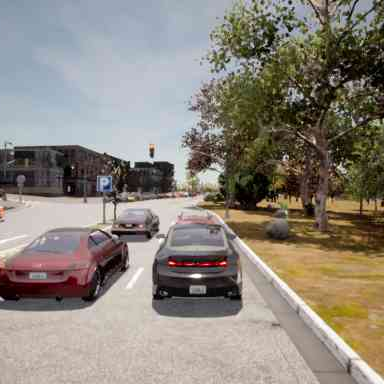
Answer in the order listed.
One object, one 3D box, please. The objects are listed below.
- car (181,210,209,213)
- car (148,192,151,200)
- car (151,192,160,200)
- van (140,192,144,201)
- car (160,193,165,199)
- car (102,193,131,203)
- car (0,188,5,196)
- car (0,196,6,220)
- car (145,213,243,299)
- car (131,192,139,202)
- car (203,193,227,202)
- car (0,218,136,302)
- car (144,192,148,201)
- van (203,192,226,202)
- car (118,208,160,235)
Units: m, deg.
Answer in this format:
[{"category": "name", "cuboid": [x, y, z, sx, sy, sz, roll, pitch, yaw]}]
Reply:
[{"category": "car", "cuboid": [0.161, 1.625, 17.688, 1.895, 1.301, 4.718, 0, 0, 1]}, {"category": "car", "cuboid": [-12.629, 1.357, 77.698, 4.674, 1.452, 2.002, -1, 0, -13]}, {"category": "car", "cuboid": [-11.440, 1.355, 86.681, 4.674, 1.452, 2.002, -1, 0, -12]}, {"category": "van", "cuboid": [-13.230, 1.091, 71.731, 4.442, 1.987, 1.878, -1, 0, -14]}, {"category": "car", "cuboid": [-10.990, 1.062, 89.687, 5.566, 2.045, 2.435, -1, 0, -12]}, {"category": "car", "cuboid": [-14.435, 1.356, 62.747, 4.792, 1.488, 2.163, -1, 0, -15]}, {"category": "car", "cuboid": [-31.157, 0.135, 53.618, 2.002, 1.452, 4.674, 6, -3, -19]}, {"category": "car", "cuboid": [-16.624, 1.403, 24.941, 4.553, 1.767, 2.185, -1, 0, -19]}, {"category": "car", "cuboid": [0.110, 1.515, 8.420, 1.837, 1.490, 4.892, 0, 0, 0]}, {"category": "car", "cuboid": [-13.790, 1.313, 65.739, 5.366, 1.575, 1.946, -1, 0, -15]}, {"category": "car", "cuboid": [4.677, 1.139, 68.309, 4.553, 1.767, 2.185, 1, 0, -14]}, {"category": "car", "cuboid": [-2.900, 1.574, 8.374, 1.994, 1.385, 4.181, 0, 0, 1]}, {"category": "car", "cuboid": [-13.002, 1.319, 74.702, 4.892, 1.521, 2.231, -1, 0, -14]}, {"category": "van", "cuboid": [4.293, 1.041, 65.339, 4.442, 1.987, 1.878, 1, 0, -14]}, {"category": "car", "cuboid": [-2.842, 1.572, 17.593, 2.033, 1.411, 5.357, 0, 0, 1]}]
